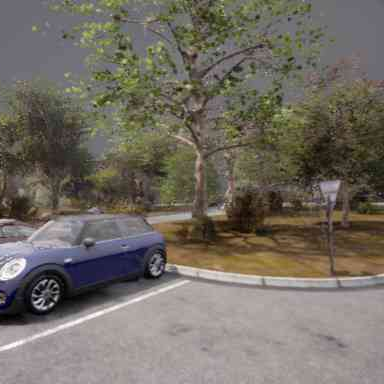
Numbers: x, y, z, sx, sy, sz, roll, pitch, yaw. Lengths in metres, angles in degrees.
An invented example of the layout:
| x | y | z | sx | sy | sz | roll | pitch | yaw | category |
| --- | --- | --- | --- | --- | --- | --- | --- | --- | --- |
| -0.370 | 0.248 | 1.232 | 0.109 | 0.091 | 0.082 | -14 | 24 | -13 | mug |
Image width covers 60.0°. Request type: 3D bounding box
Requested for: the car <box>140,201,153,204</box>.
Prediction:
| x | y | z | sx | sy | sz | roll | pitch | yaw | category |
| --- | --- | --- | --- | --- | --- | --- | --- | --- | --- |
| -10.121 | 1.805 | 66.511 | 4.553 | 1.767 | 2.097 | -2 | -1 | 27 | car |

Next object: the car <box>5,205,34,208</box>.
| x | y | z | sx | sy | sz | roll | pitch | yaw | category |
| --- | --- | --- | --- | --- | --- | --- | --- | --- | --- |
| -29.546 | 2.444 | 56.463 | 1.895 | 1.301 | 4.718 | -3 | -2 | 34 | car |

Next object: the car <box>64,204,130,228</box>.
| x | y | z | sx | sy | sz | roll | pitch | yaw | category |
| --- | --- | --- | --- | --- | --- | --- | --- | --- | --- |
| -7.375 | 1.832 | 26.311 | 1.837 | 1.490 | 4.892 | -3 | -1 | 36 | car |

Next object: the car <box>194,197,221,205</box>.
| x | y | z | sx | sy | sz | roll | pitch | yaw | category |
| --- | --- | --- | --- | --- | --- | --- | --- | --- | --- |
| 1.740 | 1.292 | 39.053 | 2.128 | 1.511 | 4.902 | -3 | -1 | 35 | car |

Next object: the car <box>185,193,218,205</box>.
| x | y | z | sx | sy | sz | roll | pitch | yaw | category |
| --- | --- | --- | --- | --- | --- | --- | --- | --- | --- |
| 1.577 | 1.240 | 58.729 | 5.566 | 2.045 | 2.150 | -2 | -1 | 36 | car |

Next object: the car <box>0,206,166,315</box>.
| x | y | z | sx | sy | sz | roll | pitch | yaw | category |
| --- | --- | --- | --- | --- | --- | --- | --- | --- | --- |
| -2.665 | 1.341 | 7.753 | 2.185 | 1.767 | 4.553 | 0 | 0 | 35 | car |
